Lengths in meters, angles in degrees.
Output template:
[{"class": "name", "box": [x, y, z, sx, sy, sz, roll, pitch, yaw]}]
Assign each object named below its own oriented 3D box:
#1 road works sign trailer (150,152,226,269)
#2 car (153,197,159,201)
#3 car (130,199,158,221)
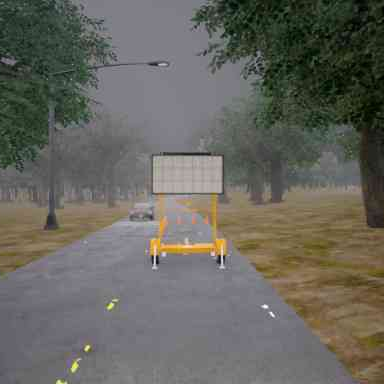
[{"class": "road works sign trailer", "box": [-0.152, 0.477, 11.214, 2.380, 3.560, 2.880, 0, 0, -2]}, {"class": "car", "box": [-8.980, 1.897, 85.883, 2.033, 1.411, 5.357, 0, 0, -5]}, {"class": "car", "box": [-4.037, 1.572, 27.638, 1.812, 1.442, 4.674, 0, 0, -4]}]
